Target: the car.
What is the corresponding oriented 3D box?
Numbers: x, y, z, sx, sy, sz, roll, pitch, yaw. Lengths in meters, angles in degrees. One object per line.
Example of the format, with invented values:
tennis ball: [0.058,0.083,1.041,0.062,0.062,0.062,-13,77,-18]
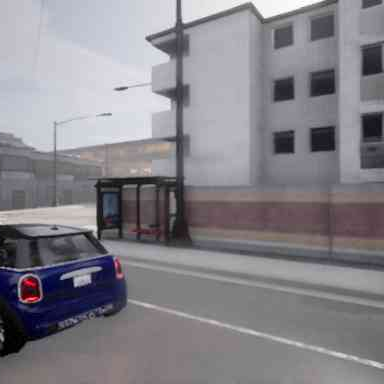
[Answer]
car: [-3.420,1.386,6.325,4.553,1.767,2.097,0,0,35]
